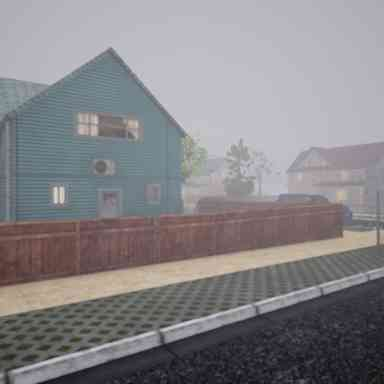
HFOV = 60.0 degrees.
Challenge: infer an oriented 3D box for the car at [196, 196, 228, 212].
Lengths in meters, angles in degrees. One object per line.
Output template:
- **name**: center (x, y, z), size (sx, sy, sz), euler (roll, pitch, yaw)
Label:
- **car**: center (2.341, 1.214, 32.446), size (2.097, 1.767, 4.553), euler (0, 0, -36)

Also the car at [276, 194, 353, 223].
- **car**: center (8.496, 1.134, 23.834), size (2.150, 2.045, 5.566), euler (0, 0, -36)
